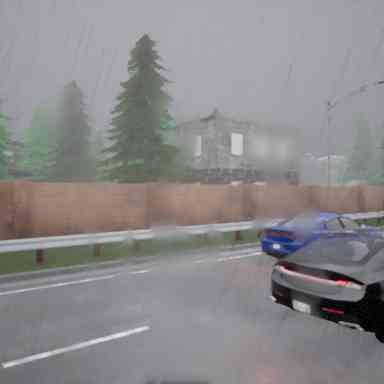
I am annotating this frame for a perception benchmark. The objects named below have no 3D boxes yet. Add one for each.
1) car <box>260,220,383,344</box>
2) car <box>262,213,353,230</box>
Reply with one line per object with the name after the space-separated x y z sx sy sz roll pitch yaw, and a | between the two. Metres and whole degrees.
3.605 1.471 6.302 4.902 1.511 2.128 0 0 -35 | car
4.509 1.445 11.210 5.008 1.535 1.882 0 0 -35 | car
